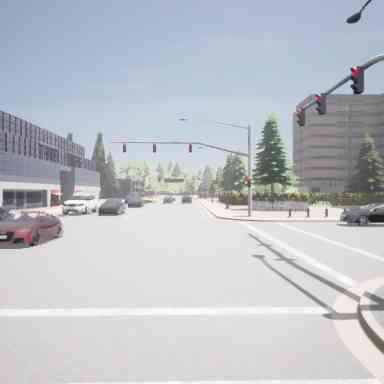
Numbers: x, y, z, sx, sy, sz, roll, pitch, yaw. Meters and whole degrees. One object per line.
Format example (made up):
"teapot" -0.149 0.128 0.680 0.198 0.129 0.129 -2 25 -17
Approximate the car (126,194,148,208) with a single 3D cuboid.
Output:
"car" -7.940 1.478 47.354 1.882 1.535 5.008 0 0 -1

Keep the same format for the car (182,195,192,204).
"car" -0.985 1.505 64.990 1.837 1.490 4.892 0 0 -1

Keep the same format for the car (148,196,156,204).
"car" -8.114 1.479 65.045 1.882 1.535 5.008 0 0 0

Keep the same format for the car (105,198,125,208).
"car" -11.472 1.563 49.719 1.994 1.385 4.181 0 0 -1

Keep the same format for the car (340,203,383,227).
"car" 12.499 1.492 22.272 4.902 1.511 2.128 0 0 -1

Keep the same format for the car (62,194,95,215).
"car" -11.248 1.222 33.777 2.150 2.045 5.566 0 0 -1

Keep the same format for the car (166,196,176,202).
"car" -4.728 1.510 75.301 1.895 1.301 4.718 0 0 -1

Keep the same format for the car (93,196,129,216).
"car" -7.719 1.478 32.294 1.882 1.535 5.008 0 0 -1

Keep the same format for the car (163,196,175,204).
"car" -4.582 1.547 64.666 2.033 1.411 5.357 0 0 -1

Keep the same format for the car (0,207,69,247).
"car" -7.344 1.564 14.871 1.994 1.385 4.181 0 0 -1

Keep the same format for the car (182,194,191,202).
"car" -1.223 1.355 75.056 2.097 1.767 4.553 0 0 -1

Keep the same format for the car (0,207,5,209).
"car" -10.894 1.505 17.062 1.837 1.490 4.892 0 0 -1
